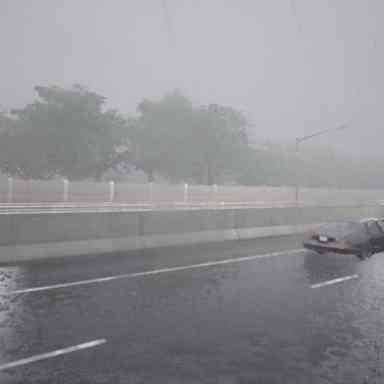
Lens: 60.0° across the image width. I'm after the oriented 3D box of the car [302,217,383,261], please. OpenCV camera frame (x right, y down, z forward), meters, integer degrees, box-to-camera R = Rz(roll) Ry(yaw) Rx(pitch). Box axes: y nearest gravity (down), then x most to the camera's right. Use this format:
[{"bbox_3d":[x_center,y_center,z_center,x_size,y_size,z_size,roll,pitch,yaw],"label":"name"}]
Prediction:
[{"bbox_3d":[6.549,1.676,12.823,5.357,1.411,2.033,1,0,-35],"label":"car"}]
